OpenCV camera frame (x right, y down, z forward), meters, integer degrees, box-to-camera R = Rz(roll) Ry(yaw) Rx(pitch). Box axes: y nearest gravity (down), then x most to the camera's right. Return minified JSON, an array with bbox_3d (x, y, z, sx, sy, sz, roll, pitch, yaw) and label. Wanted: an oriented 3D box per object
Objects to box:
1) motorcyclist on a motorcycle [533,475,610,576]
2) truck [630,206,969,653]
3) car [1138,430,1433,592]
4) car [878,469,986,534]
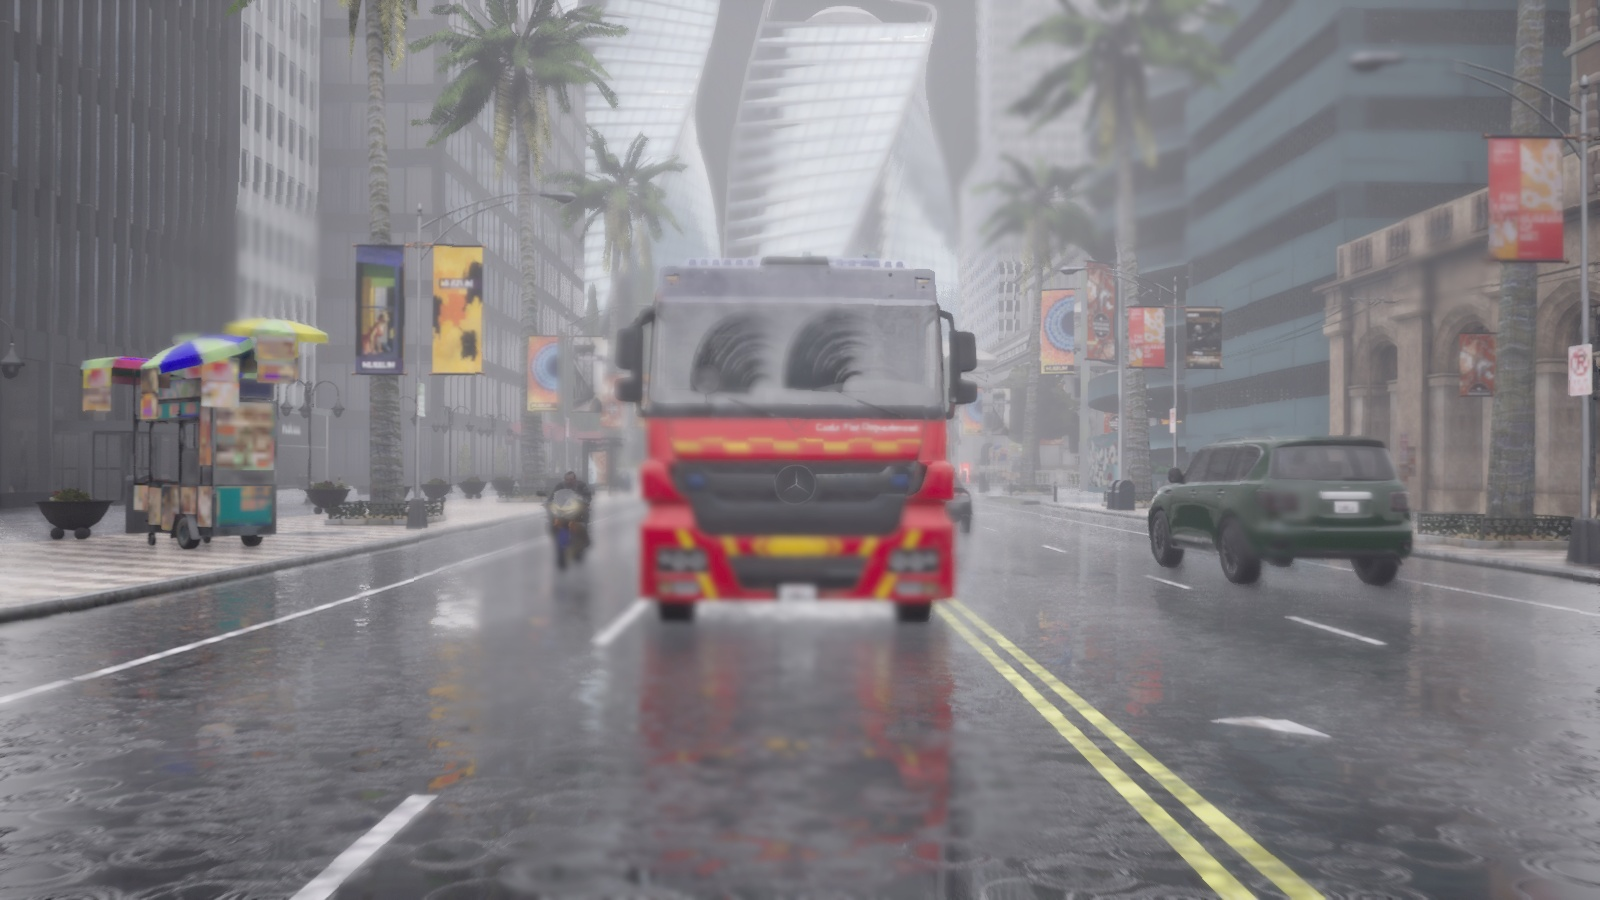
[{"bbox_3d":[-3.626,1.166,20.140,0.866,1.530,2.191,0,-1,-1],"label":"motorcyclist on a motorcycle"},{"bbox_3d":[-0.063,-0.114,15.019,2.891,3.827,8.468,0,-1,-1],"label":"truck"},{"bbox_3d":[6.890,0.792,18.669,2.150,2.045,5.566,0,0,-1],"label":"car"},{"bbox_3d":[3.209,1.235,31.646,2.128,1.511,4.902,0,-1,-1],"label":"car"}]
